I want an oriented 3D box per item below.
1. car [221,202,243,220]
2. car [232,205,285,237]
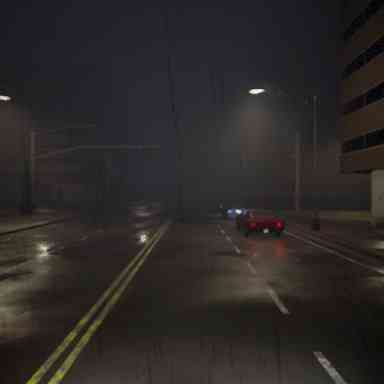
[{"bbox_3d":[3.494,1.533,28.097,2.033,1.411,5.357,0,0,0],"label":"car"},{"bbox_3d":[3.548,1.591,18.157,1.895,1.301,4.718,0,0,0],"label":"car"}]
